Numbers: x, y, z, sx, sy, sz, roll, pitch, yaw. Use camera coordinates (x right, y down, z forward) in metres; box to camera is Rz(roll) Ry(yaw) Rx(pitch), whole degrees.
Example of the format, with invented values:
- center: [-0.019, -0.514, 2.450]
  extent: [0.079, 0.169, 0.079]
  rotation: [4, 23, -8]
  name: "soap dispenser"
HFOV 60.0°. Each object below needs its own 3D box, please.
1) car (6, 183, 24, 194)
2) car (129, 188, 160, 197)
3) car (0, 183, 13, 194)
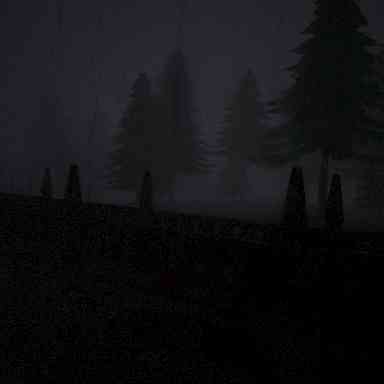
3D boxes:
- center: [-20.907, -0.217, 36.183]
  extent: [2.128, 1.511, 4.902]
  rotation: [4, 2, 37]
  name: "car"
- center: [-6.703, -0.258, 49.000]
  extent: [2.150, 2.045, 5.566]
  rotation: [4, 2, 37]
  name: "car"
- center: [-20.025, 0.084, 31.332]
  extent: [1.895, 1.301, 4.718]
  rotation: [4, 2, 37]
  name: "car"
